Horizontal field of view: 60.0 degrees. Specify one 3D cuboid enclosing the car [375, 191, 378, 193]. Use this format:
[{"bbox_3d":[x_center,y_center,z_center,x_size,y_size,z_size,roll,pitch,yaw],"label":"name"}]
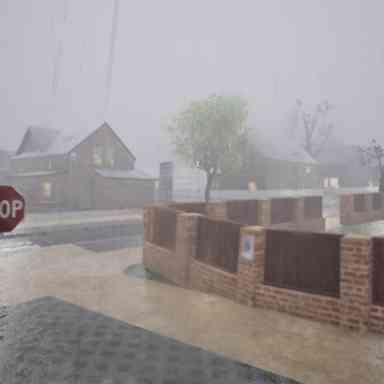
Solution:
[{"bbox_3d":[21.615,0.527,36.855,4.892,1.490,1.837,-1,2,-41],"label":"car"}]
